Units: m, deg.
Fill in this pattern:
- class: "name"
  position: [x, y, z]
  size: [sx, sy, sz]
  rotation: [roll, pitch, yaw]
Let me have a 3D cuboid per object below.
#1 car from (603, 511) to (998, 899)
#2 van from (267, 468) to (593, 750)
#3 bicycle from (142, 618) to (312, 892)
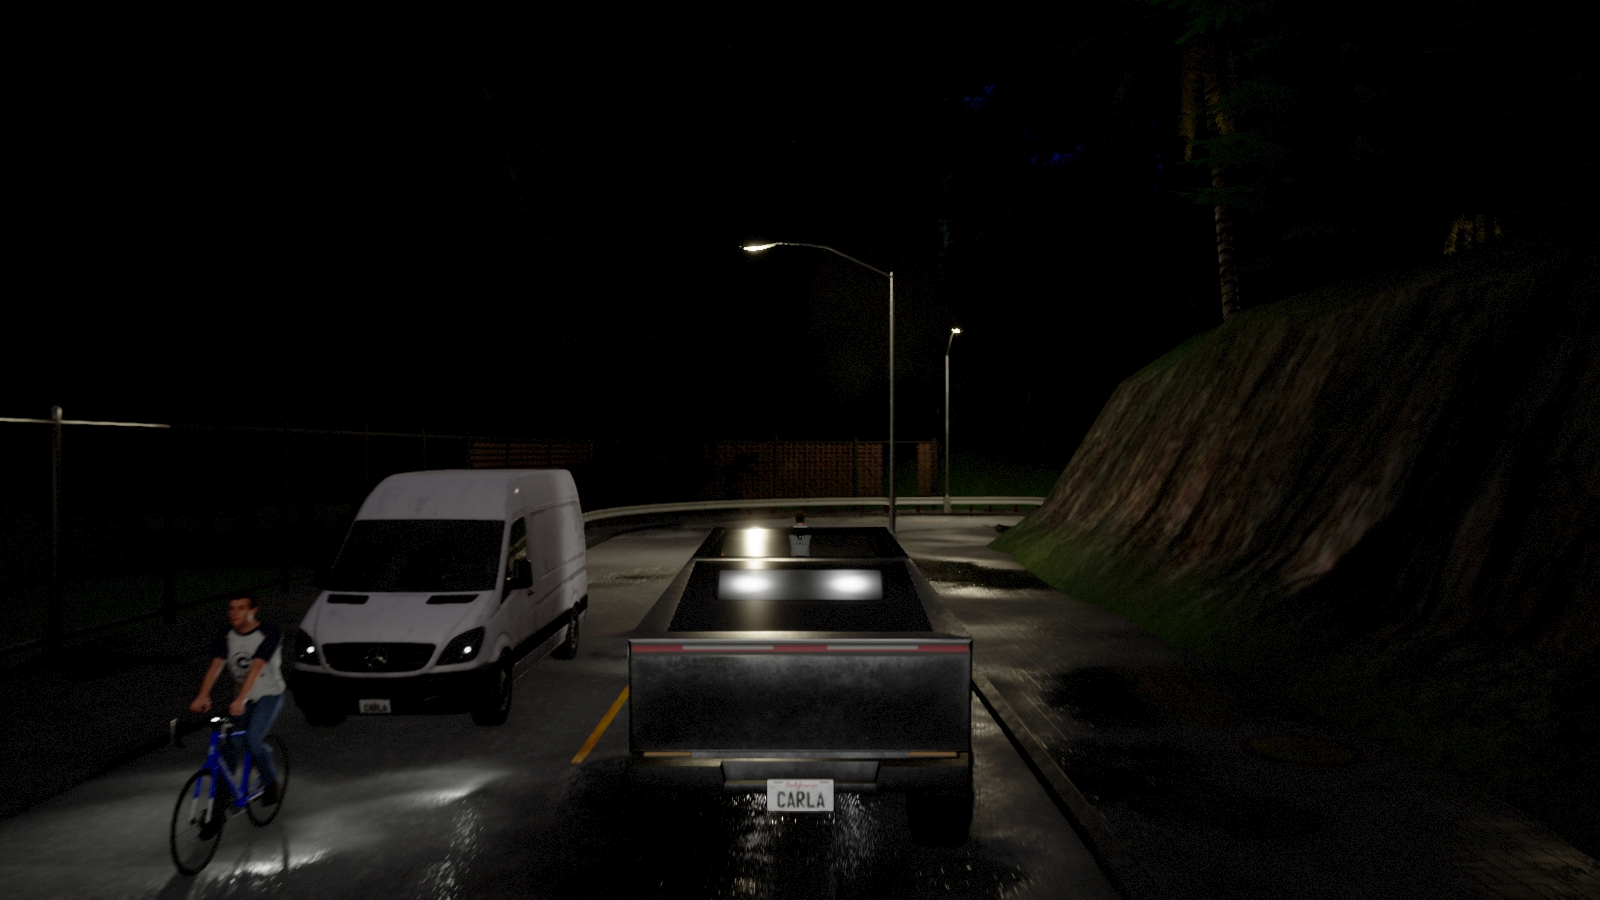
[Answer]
- class: "car"
  position: [0.002, 1.755, 10.060]
  size: [2.390, 2.098, 6.274]
  rotation: [0, 0, 0]
- class: "van"
  position: [-4.001, 1.537, 13.665]
  size: [1.988, 2.561, 5.915]
  rotation: [0, 0, 0]
- class: "bicycle"
  position: [-3.993, 2.057, 8.083]
  size: [0.373, 1.496, 1.643]
  rotation: [0, 0, 0]
